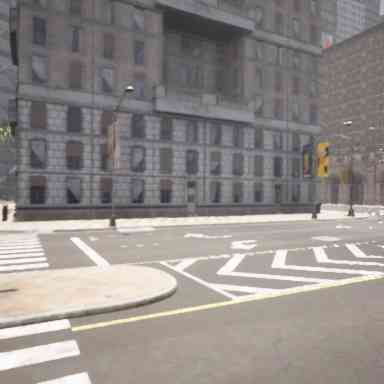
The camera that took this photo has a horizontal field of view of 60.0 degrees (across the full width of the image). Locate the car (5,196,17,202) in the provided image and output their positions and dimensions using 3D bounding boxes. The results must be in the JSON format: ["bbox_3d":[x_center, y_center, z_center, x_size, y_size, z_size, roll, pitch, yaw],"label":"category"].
[{"bbox_3d":[-42.301,1.620,79.543,1.994,1.385,4.181,0,0,27],"label":"car"}]
